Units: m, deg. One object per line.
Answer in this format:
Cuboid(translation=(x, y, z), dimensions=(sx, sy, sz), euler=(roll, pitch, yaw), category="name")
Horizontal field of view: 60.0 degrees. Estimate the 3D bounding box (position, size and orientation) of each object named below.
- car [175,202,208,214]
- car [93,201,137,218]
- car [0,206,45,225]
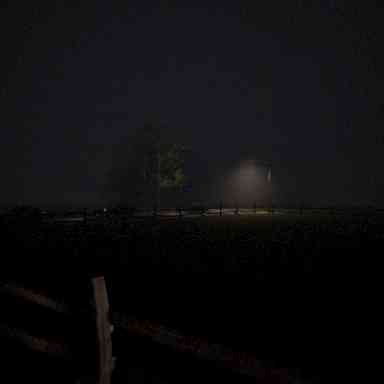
Cuboid(translation=(0.039, 2.101, 44.377), dimensions=(2.033, 1.411, 5.357), euler=(0, -1, 38), category="car")
Cuboid(translation=(-7.852, 1.719, 34.216), dimensions=(2.097, 1.767, 4.553), euler=(0, -1, 38), category="car")
Cuboid(translation=(-13.920, 1.784, 26.401), dimensions=(1.994, 1.385, 4.181), euler=(0, -1, 37), category="car")
